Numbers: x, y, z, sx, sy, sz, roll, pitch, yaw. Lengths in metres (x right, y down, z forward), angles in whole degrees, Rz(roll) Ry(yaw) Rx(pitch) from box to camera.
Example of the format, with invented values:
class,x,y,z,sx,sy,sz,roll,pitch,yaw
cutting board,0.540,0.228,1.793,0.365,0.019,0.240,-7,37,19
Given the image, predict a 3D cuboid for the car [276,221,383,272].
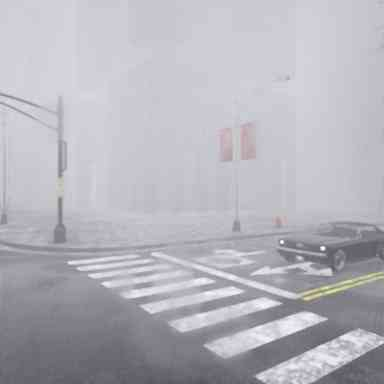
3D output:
class,x,y,z,sx,sy,sz,roll,pitch,yaw
car,5.027,1.688,11.247,4.718,1.301,1.895,1,0,-35
